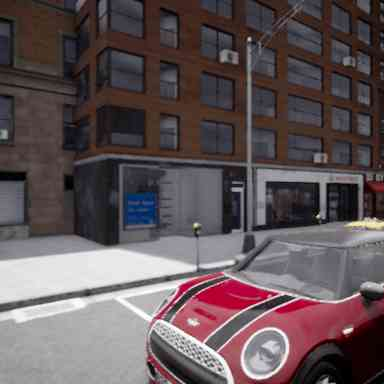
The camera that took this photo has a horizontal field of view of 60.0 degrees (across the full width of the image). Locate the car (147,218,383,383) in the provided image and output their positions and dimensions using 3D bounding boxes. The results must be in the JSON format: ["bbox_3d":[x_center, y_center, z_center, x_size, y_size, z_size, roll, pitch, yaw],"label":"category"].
[{"bbox_3d":[1.665,1.350,4.537,4.553,1.767,2.097,0,0,-36],"label":"car"}]
